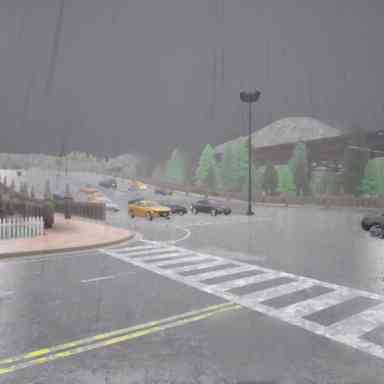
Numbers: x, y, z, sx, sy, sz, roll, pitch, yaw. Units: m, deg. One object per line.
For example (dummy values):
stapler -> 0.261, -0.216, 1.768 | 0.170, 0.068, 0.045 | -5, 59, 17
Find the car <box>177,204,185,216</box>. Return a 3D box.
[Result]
car -> -2.590, 1.538, 32.358 | 2.033, 1.411, 5.357 | 0, 0, -37

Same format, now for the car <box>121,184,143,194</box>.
car -> -11.528, -0.064, 61.964 | 1.895, 1.301, 4.718 | 0, 7, -37

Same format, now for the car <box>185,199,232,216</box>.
car -> 1.787, 1.498, 32.382 | 1.837, 1.490, 4.892 | 0, 0, -37

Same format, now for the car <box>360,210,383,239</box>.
car -> 10.381, 1.491, 15.282 | 2.128, 1.511, 4.902 | 0, 0, -37

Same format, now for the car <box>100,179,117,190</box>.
car -> -17.648, -1.706, 69.989 | 2.150, 2.045, 5.566 | 0, 7, -37

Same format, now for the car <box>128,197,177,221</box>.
car -> -3.632, 1.474, 27.939 | 1.882, 1.535, 5.008 | 0, 0, -37

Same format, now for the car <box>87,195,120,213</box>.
car -> -9.407, 1.453, 35.579 | 1.812, 1.442, 4.674 | 0, 2, -37

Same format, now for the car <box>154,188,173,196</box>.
car -> -5.686, -0.126, 65.843 | 2.128, 1.511, 4.902 | 0, 7, -37

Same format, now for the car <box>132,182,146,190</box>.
car -> -11.950, -1.425, 74.018 | 1.882, 1.535, 5.008 | 0, 7, -37

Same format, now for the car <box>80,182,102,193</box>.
car -> -18.302, -0.534, 59.139 | 2.097, 1.767, 4.553 | 0, 7, -37

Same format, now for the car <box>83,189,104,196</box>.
car -> -12.974, 0.920, 46.088 | 1.882, 1.535, 5.008 | 0, 4, -37

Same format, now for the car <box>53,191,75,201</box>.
car -> -18.236, 0.600, 47.283 | 1.882, 1.535, 5.008 | 0, 5, -37
